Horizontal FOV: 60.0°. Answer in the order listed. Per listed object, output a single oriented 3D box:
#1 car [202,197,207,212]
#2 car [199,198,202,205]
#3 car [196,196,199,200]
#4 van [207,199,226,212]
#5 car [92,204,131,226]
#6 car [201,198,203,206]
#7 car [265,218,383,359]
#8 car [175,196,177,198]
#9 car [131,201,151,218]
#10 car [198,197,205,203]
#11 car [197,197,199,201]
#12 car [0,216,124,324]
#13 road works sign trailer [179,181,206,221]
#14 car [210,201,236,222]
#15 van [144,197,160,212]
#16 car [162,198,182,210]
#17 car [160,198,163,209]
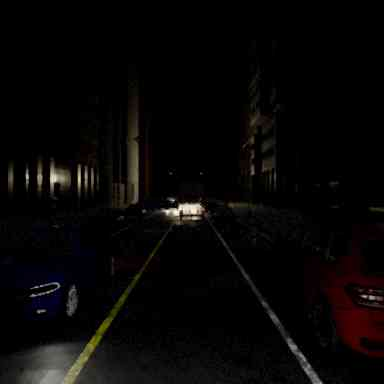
[{"bbox_3d":[2.774,1.883,45.495,1.967,1.590,4.097,0,-1,0],"label":"car"},{"bbox_3d":[2.777,2.106,56.766,2.008,1.369,4.403,0,-1,0],"label":"car"},{"bbox_3d":[2.784,2.095,79.312,2.192,1.841,5.009,0,-1,0],"label":"car"},{"bbox_3d":[2.770,1.672,34.223,1.690,1.788,3.998,0,-1,0],"label":"van"},{"bbox_3d":[-5.758,1.764,22.939,1.887,1.381,4.507,0,-1,0],"label":"car"},{"bbox_3d":[2.776,2.026,51.300,1.752,1.417,4.829,0,-1,0],"label":"car"},{"bbox_3d":[2.761,1.373,6.043,2.192,1.841,5.009,0,-1,0],"label":"car"},{"bbox_3d":[-5.737,2.333,90.577,1.967,1.590,4.097,0,-1,0],"label":"car"},{"bbox_3d":[-5.755,1.896,34.211,1.947,1.339,4.313,0,-1,0],"label":"car"},{"bbox_3d":[2.781,2.108,68.038,1.967,1.590,4.097,0,-1,0],"label":"car"},{"bbox_3d":[2.783,2.290,73.673,1.947,1.339,4.313,0,-1,0],"label":"car"},{"bbox_3d":[-3.098,1.550,7.645,1.882,1.535,5.008,0,-1,0],"label":"car"},{"bbox_3d":[0.009,0.759,30.549,2.380,3.560,2.880,0,-1,0],"label":"road works sign trailer"},{"bbox_3d":[2.769,1.802,28.756,1.752,1.417,4.829,0,-1,0],"label":"car"},{"bbox_3d":[-5.752,1.784,45.487,1.690,1.788,3.998,0,-1,0],"label":"van"},{"bbox_3d":[-3.057,2.063,51.166,1.994,1.385,4.181,0,-1,0],"label":"car"},{"bbox_3d":[-5.749,2.064,51.121,1.947,1.339,4.313,0,-1,0],"label":"car"}]
